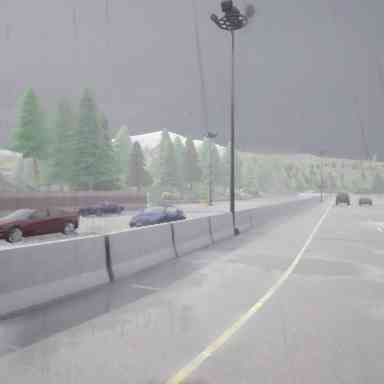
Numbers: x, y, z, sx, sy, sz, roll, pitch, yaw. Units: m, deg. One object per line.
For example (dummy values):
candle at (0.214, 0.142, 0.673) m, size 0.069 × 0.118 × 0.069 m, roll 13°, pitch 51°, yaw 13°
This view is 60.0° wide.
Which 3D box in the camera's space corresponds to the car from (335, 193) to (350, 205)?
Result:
car at (25.960, 1.221, 57.348) m, size 2.150 × 2.045 × 5.566 m, roll 0°, pitch 0°, yaw 24°

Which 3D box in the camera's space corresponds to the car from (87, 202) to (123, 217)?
car at (-8.514, 1.601, 31.591) m, size 1.895 × 1.301 × 4.718 m, roll 0°, pitch 0°, yaw 24°

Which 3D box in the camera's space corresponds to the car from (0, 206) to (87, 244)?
car at (-7.780, 1.477, 16.270) m, size 1.882 × 1.535 × 5.008 m, roll 0°, pitch 0°, yaw 26°

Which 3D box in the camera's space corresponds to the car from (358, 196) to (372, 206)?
car at (29.446, 1.492, 56.579) m, size 2.128 × 1.511 × 4.902 m, roll 0°, pitch 0°, yaw 24°

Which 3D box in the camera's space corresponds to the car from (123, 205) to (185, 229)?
car at (-1.986, 1.526, 20.514) m, size 1.812 × 1.442 × 4.674 m, roll 0°, pitch 0°, yaw 24°
